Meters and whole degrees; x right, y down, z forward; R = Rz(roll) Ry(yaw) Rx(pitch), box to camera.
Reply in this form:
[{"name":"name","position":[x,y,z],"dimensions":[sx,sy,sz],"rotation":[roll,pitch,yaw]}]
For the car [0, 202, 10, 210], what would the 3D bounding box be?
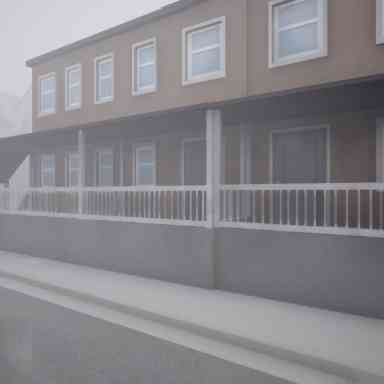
[{"name":"car","position":[-16.415,1.452,25.396],"dimensions":[1.812,1.442,4.674],"rotation":[0,6,34]}]
